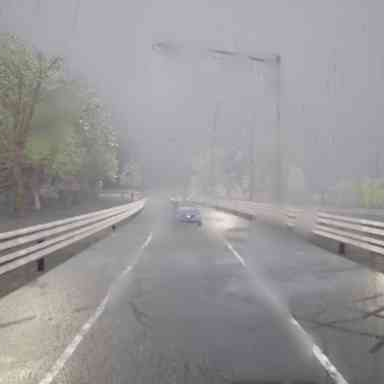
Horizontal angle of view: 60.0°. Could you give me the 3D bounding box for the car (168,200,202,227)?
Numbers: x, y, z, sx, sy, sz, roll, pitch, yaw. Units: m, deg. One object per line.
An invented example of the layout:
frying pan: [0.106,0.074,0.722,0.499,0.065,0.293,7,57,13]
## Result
car: [-0.418,1.556,23.028,2.033,1.411,5.357,0,0,-4]

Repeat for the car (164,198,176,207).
car: [-3.380,1.588,52.379,1.895,1.301,4.718,0,0,-9]
